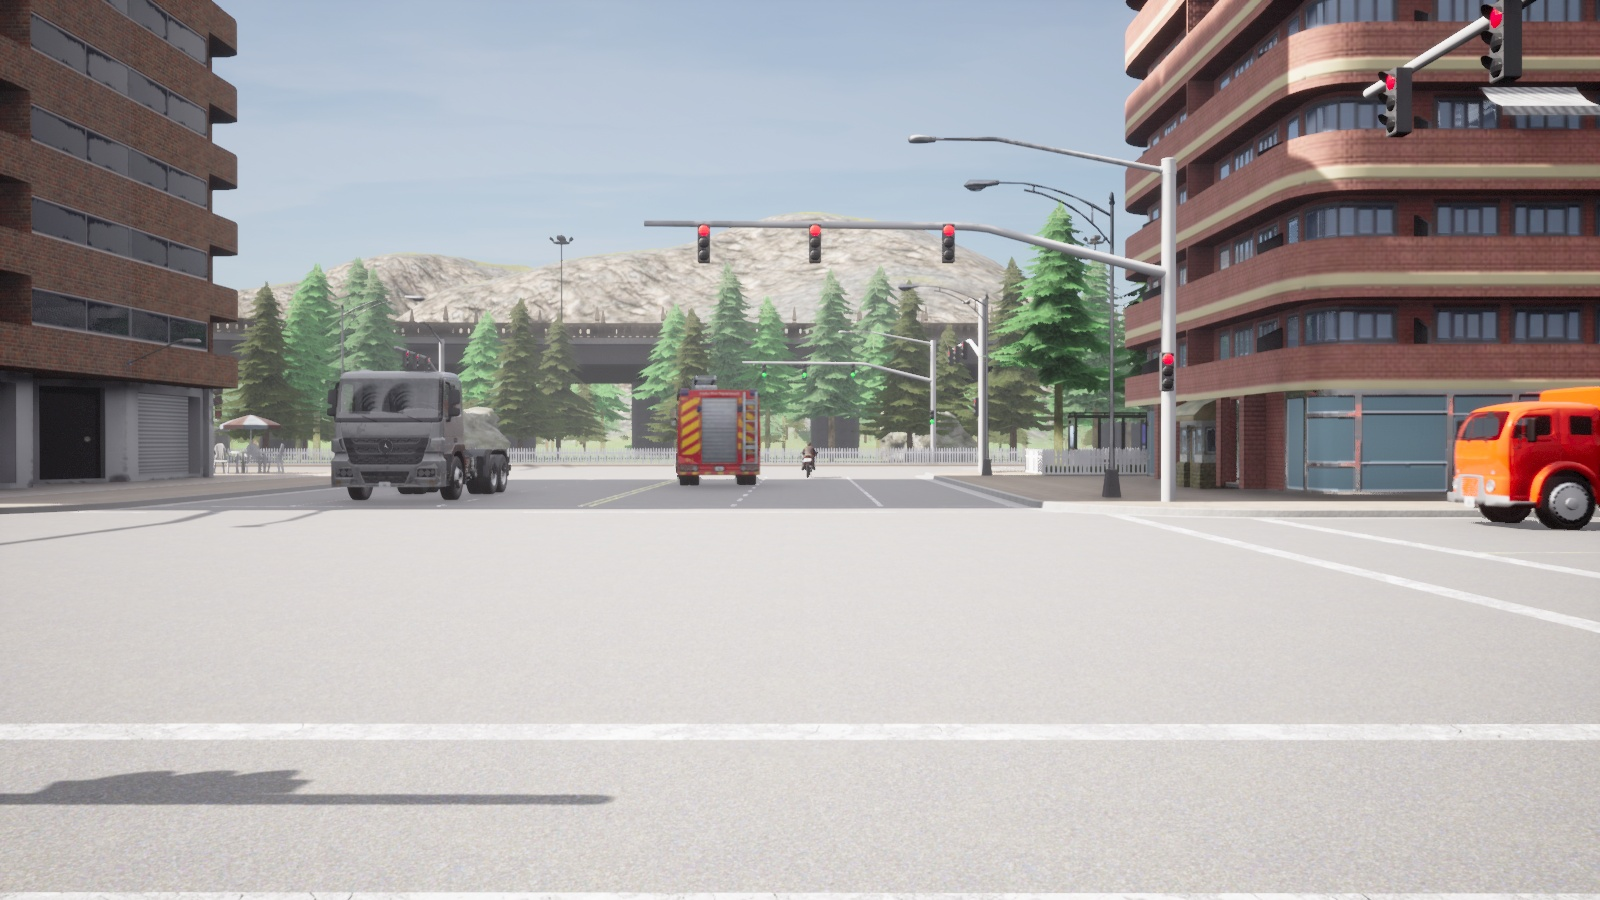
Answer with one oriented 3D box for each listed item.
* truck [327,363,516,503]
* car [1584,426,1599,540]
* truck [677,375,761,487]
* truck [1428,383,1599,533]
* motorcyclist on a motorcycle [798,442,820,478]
[{"bbox_3d":[-10.310,-0.443,35.209,2.891,3.462,7.936,0,0,0],"label":"truck"},{"bbox_3d":[14.630,0.510,18.724,4.553,1.767,2.097,0,0,0],"label":"car"},{"bbox_3d":[-3.203,-0.689,47.435,2.891,3.827,8.468,0,0,-6],"label":"truck"},{"bbox_3d":[14.390,0.158,22.219,5.204,2.467,2.627,1,0,0],"label":"truck"},{"bbox_3d":[0.393,0.422,54.072,0.797,1.523,2.044,1,0,4],"label":"motorcyclist on a motorcycle"}]
